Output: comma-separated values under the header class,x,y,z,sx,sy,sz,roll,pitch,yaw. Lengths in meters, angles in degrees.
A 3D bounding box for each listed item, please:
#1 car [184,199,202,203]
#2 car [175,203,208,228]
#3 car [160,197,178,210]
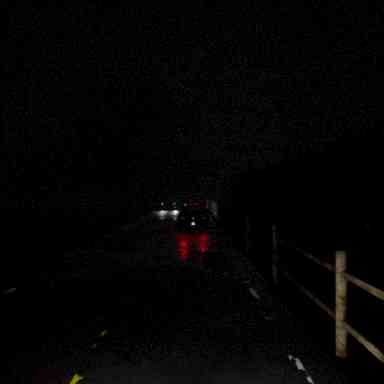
class,x,y,z,sx,sy,sz,roll,pitch,yaw
car,0.070,1.567,40.256,1.837,1.490,4.892,0,0,0
car,0.069,1.622,22.361,1.895,1.301,4.718,0,0,0
car,-2.871,1.420,42.745,2.097,1.767,4.553,0,0,0
